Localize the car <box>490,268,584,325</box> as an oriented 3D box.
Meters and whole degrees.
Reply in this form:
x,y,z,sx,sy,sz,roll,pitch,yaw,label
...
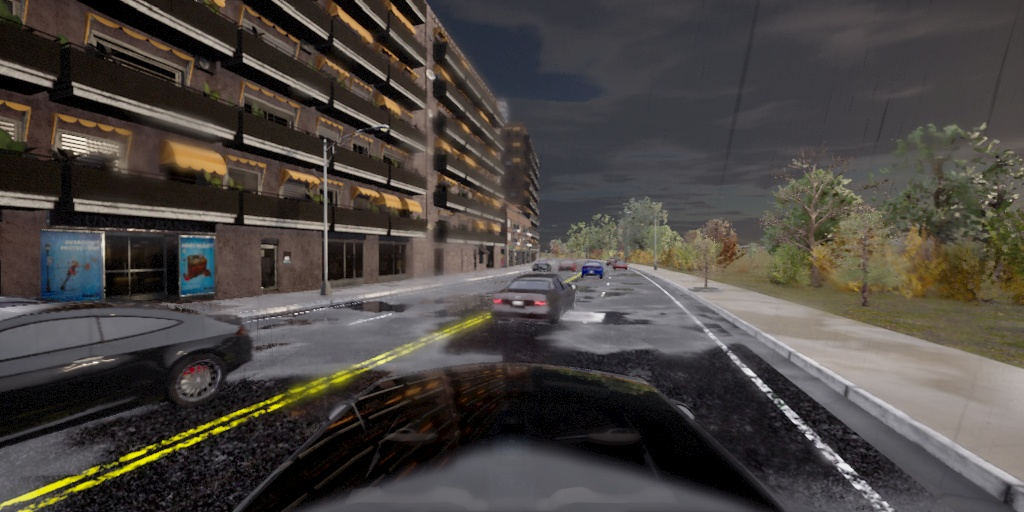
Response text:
x,y,z,sx,sy,sz,roll,pitch,yaw,label
0.959,1.305,11.959,2.033,1.411,5.357,0,0,18,car

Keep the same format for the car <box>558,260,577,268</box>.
x,y,z,sx,sy,sz,roll,pitch,yaw,label
6.892,1.245,44.268,1.882,1.535,5.008,0,0,14,car

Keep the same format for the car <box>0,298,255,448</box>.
x,y,z,sx,sy,sz,roll,pitch,yaw,label
-5.433,1.282,3.862,1.812,1.442,4.674,0,0,19,car

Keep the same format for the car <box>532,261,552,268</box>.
x,y,z,sx,sy,sz,roll,pitch,yaw,label
3.810,1.337,45.335,1.994,1.385,4.181,0,0,15,car

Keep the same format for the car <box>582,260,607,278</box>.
x,y,z,sx,sy,sz,roll,pitch,yaw,label
7.717,1.239,34.096,1.882,1.535,5.008,0,0,16,car

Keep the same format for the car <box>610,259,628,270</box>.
x,y,z,sx,sy,sz,roll,pitch,yaw,label
16.049,1.317,53.311,1.994,1.385,4.181,0,0,13,car

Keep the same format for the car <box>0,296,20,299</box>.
x,y,z,sx,sy,sz,roll,pitch,yaw,label
-8.367,1.325,5.330,1.994,1.385,4.181,0,0,19,car
